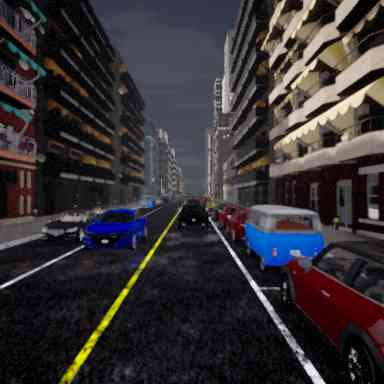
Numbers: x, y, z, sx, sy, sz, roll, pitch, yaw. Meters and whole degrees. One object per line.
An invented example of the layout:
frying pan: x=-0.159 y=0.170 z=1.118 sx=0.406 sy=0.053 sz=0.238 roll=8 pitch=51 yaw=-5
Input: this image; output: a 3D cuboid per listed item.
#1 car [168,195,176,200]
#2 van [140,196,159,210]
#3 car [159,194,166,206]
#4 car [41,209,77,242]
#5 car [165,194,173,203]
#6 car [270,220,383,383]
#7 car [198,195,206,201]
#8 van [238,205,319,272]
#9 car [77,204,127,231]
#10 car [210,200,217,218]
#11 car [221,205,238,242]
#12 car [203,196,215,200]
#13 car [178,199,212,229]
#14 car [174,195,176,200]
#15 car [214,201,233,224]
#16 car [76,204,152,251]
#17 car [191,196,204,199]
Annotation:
car: x=-5.703 y=1.616 z=93.406 sx=1.947 sy=1.339 sz=4.313 roll=0 pitch=0 yaw=0
van: x=-5.689 y=1.354 z=43.694 sx=1.690 sy=1.788 sz=3.998 roll=1 pitch=0 yaw=0
car: x=-5.693 y=1.544 z=54.572 sx=1.752 sy=1.417 sz=4.829 roll=1 pitch=0 yaw=0
car: x=-5.686 y=1.554 z=16.078 sx=2.008 sy=1.369 sz=4.403 roll=1 pitch=0 yaw=0
car: x=-5.698 y=1.596 z=71.312 sx=1.947 sy=1.339 sz=4.313 roll=0 pitch=0 yaw=0
car: x=2.699 y=1.441 z=5.019 sx=1.967 sy=1.590 sz=4.097 roll=1 pitch=0 yaw=0
car: x=2.680 y=1.611 z=87.872 sx=1.947 sy=1.339 sz=4.313 roll=0 pitch=0 yaw=0
van: x=2.698 y=1.343 z=10.543 sx=1.690 sy=1.788 sz=3.998 roll=1 pitch=0 yaw=0
car: x=-5.687 y=1.555 z=21.602 sx=2.008 sy=1.369 sz=4.403 roll=1 pitch=0 yaw=0
car: x=2.693 y=1.573 z=27.114 sx=1.947 sy=1.339 sz=4.313 roll=0 pitch=0 yaw=0
car: x=2.696 y=1.548 z=16.066 sx=1.887 sy=1.381 sz=4.507 roll=1 pitch=0 yaw=0
car: x=2.690 y=1.539 z=43.854 sx=1.752 sy=1.417 sz=4.829 roll=0 pitch=0 yaw=0
car: x=0.094 y=1.483 z=21.894 sx=1.882 sy=1.535 sz=5.008 roll=0 pitch=0 yaw=0
car: x=-5.700 y=1.584 z=82.359 sx=1.887 sy=1.381 sz=4.507 roll=0 pitch=0 yaw=0
car: x=2.694 y=1.550 z=21.590 sx=1.887 sy=1.381 sz=4.507 roll=1 pitch=0 yaw=0
car: x=-3.103 y=1.480 z=14.347 sx=1.882 sy=1.535 sz=5.008 roll=0 pitch=0 yaw=0
car: x=0.090 y=1.518 z=38.800 sx=1.837 sy=1.490 sz=4.892 roll=0 pitch=0 yaw=0
